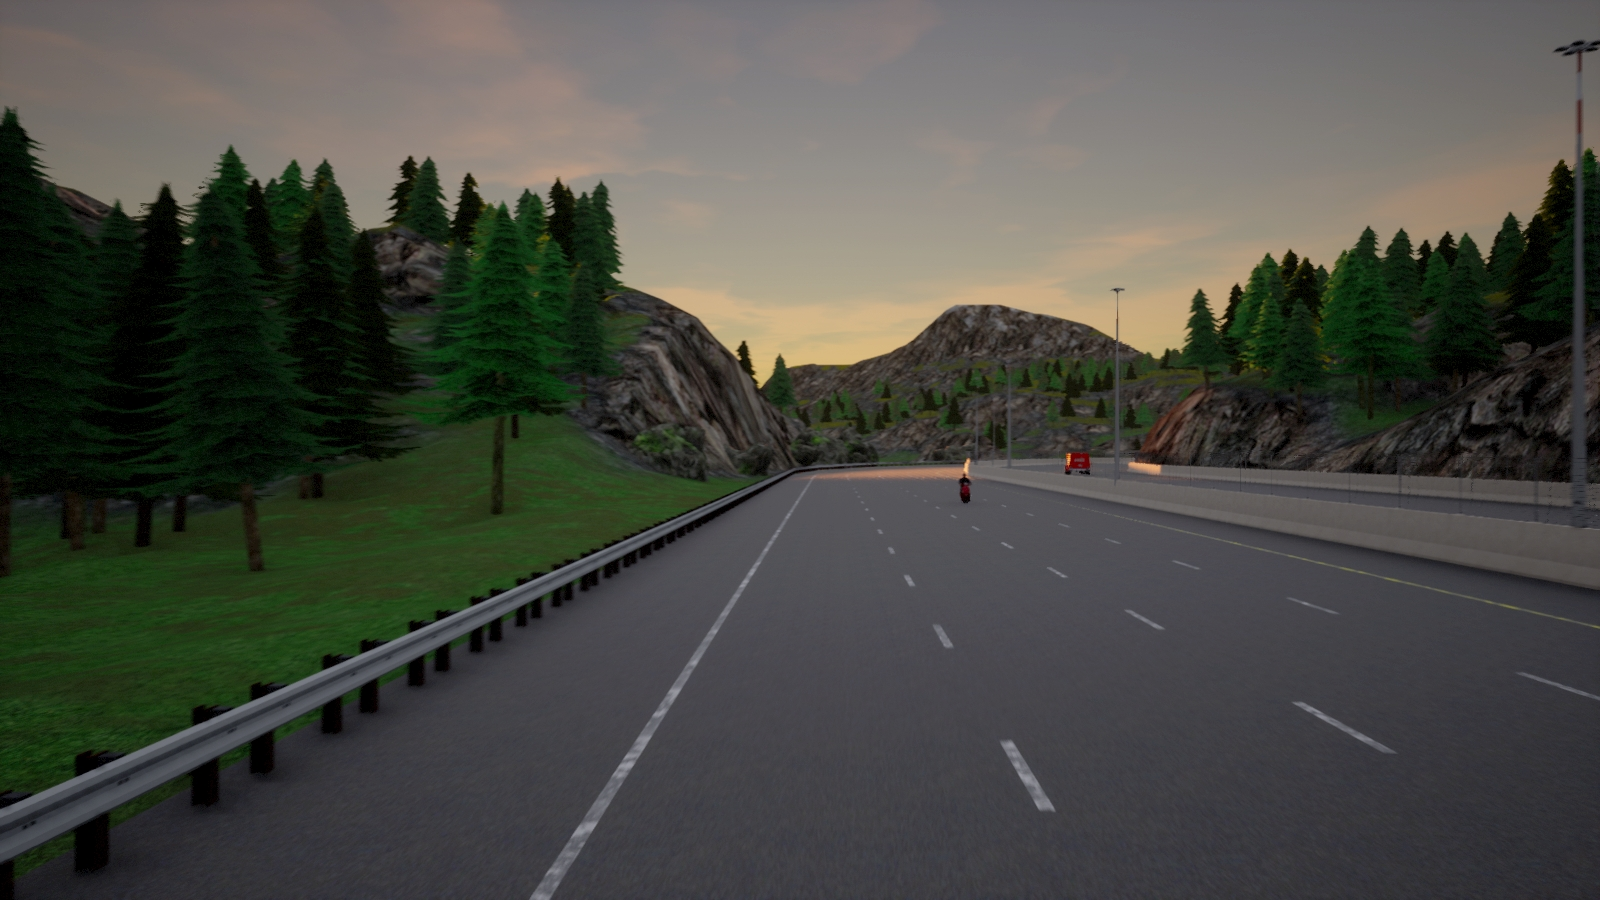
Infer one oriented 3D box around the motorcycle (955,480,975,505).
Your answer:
[{"bbox_3d":[8.550,2.190,59.295,0.856,1.236,1.805,0,0,2],"label":"motorcycle"}]
